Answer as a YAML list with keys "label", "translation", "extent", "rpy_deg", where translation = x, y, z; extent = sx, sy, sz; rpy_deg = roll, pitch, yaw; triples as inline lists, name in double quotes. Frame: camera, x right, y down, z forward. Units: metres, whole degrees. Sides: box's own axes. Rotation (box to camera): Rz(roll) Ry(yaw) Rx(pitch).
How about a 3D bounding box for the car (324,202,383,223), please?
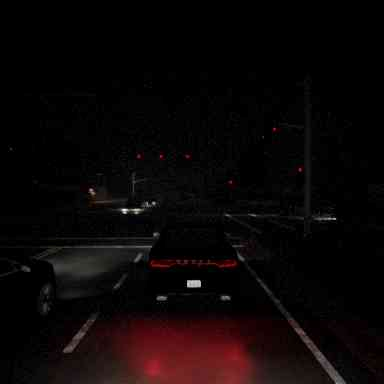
- label: "car"
  translation: [13.096, 1.491, 25.252]
  extent: [4.902, 1.511, 2.128]
  rpy_deg: [0, 0, -1]

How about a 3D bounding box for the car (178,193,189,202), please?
- label: "car"
  translation: [-1.901, 1.225, 74.242]
  extent: [2.150, 2.045, 5.566]
  rpy_deg: [0, 0, -1]

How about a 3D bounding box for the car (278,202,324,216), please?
- label: "car"
  translation: [10.865, 1.601, 32.348]
  extent: [4.718, 1.301, 1.895]
  rpy_deg: [0, 0, -2]

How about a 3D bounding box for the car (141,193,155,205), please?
- label: "car"
  translation: [-8.626, 1.221, 60.657]
  extent: [2.150, 2.045, 5.566]
  rpy_deg: [0, 0, -1]

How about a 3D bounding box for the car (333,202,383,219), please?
- label: "car"
  translation: [14.761, 1.564, 28.959]
  extent: [4.181, 1.385, 1.994]
  rpy_deg: [0, 0, -2]

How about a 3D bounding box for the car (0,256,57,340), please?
- label: "car"
  translation: [-3.468, 1.492, 4.386]
  extent: [2.128, 1.511, 4.902]
  rpy_deg: [0, 0, 0]

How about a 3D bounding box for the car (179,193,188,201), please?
- label: "car"
  translation: [-2.183, 1.225, 84.975]
  extent: [2.150, 2.045, 5.566]
  rpy_deg: [0, 0, -1]

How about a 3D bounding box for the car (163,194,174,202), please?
- label: "car"
  translation: [-5.416, 1.533, 74.542]
  extent: [2.033, 1.411, 5.357]
  rpy_deg: [0, 0, -1]

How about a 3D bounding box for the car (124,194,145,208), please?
- label: "car"
  translation: [-8.307, 1.477, 47.115]
  extent: [1.882, 1.535, 5.008]
  rpy_deg: [0, 0, -1]

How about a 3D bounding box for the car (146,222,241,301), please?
- label: "car"
  translation: [0.001, 1.478, 8.378]
  extent: [1.882, 1.535, 5.008]
  rpy_deg: [0, 0, -1]

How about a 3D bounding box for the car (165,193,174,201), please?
- label: "car"
  translation: [-5.689, 1.269, 85.147]
  extent: [2.097, 1.767, 4.553]
  rpy_deg: [0, 0, -1]
